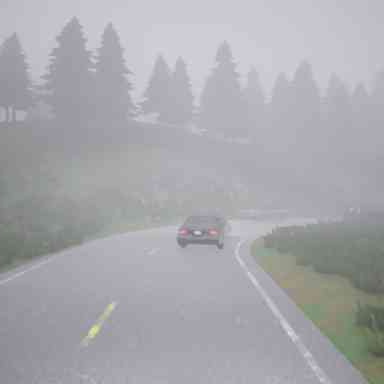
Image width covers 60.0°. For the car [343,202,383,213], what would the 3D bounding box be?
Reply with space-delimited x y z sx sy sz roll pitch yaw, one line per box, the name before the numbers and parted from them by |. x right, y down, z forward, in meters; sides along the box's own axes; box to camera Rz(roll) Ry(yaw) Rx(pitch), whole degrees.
car | 15.153 1.762 27.971 4.553 1.767 2.097 6 -1 -16

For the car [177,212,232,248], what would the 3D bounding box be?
car | 0.711 1.616 15.166 2.033 1.411 5.357 0 0 11

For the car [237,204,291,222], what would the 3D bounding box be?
car | 5.997 1.720 27.820 4.718 1.301 1.895 0 0 -34
